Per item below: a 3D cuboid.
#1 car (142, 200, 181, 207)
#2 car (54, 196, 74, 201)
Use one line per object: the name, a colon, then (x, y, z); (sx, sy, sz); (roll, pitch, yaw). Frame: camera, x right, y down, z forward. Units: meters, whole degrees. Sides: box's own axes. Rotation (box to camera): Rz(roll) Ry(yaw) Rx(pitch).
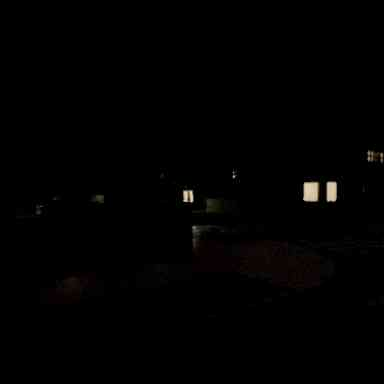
car: (-2.010, 1.298, 23.169); (1.882, 1.535, 5.008); (0, 0, -37)
car: (-16.135, 1.264, 41.837); (2.033, 1.411, 5.357); (0, 0, -37)
